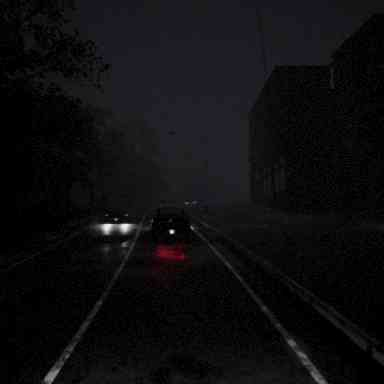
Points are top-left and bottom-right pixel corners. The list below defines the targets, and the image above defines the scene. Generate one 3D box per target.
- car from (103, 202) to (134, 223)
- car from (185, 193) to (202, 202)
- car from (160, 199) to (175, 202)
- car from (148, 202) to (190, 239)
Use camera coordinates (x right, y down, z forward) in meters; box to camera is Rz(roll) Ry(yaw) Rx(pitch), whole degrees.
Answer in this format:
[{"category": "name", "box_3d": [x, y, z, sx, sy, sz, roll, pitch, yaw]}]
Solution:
[{"category": "car", "box_3d": [-5.474, 1.479, 25.396, 2.033, 1.411, 5.357, 0, 0, -6]}, {"category": "car", "box_3d": [0.373, 1.103, 66.669, 2.097, 1.767, 4.553, -2, -1, 24]}, {"category": "car", "box_3d": [-2.788, 1.464, 38.686, 1.895, 1.301, 4.718, 0, 0, 0]}, {"category": "car", "box_3d": [-1.153, 1.496, 17.180, 1.837, 1.490, 4.892, 0, 0, -6]}]
